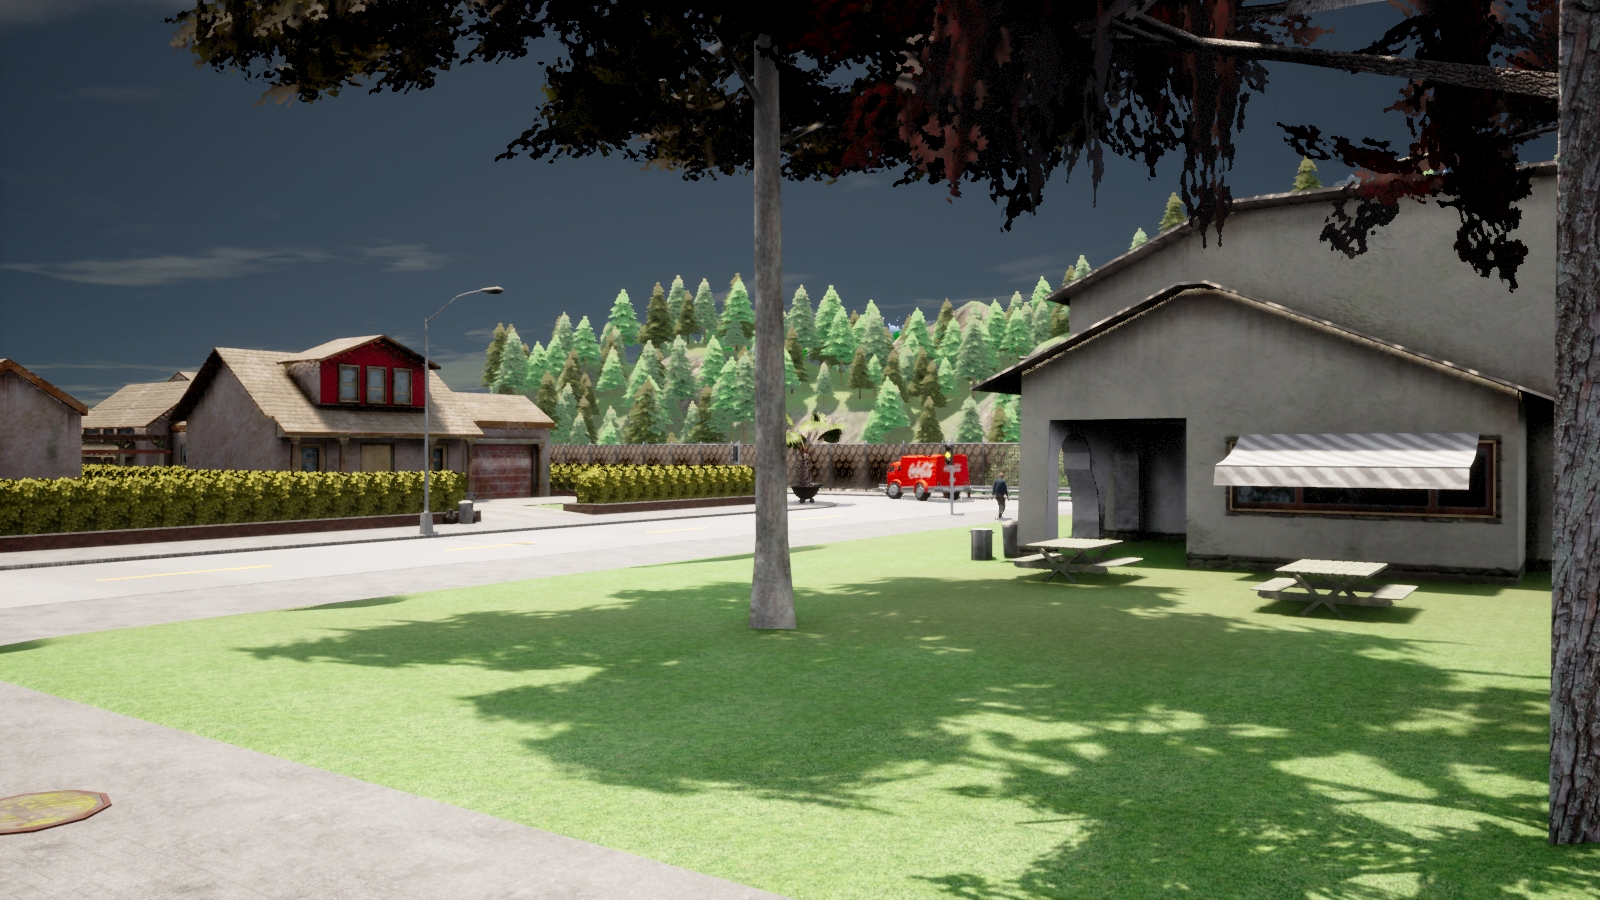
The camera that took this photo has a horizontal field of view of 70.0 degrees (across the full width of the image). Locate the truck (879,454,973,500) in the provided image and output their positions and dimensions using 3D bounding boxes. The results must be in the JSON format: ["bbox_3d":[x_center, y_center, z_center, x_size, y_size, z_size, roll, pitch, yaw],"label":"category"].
[{"bbox_3d":[6.992,1.541,63.943,2.627,2.467,5.204,0,-2,-30],"label":"truck"}]

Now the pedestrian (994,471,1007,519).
[{"bbox_3d":[7.752,1.737,44.218,0.375,1.860,0.375,0,0,35],"label":"pedestrian"}]
